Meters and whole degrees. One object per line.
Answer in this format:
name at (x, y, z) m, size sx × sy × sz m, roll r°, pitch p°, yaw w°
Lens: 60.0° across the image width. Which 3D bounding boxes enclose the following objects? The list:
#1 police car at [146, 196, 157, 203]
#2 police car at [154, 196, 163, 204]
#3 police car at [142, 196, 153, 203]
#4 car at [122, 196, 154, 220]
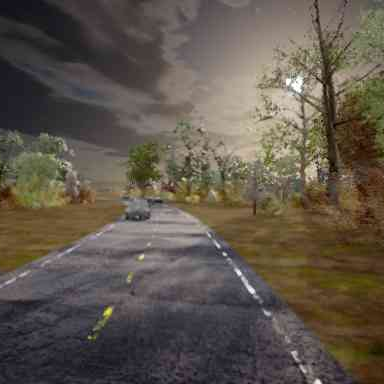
police car at (-9.683, 1.757, 78.557) m, size 1.930 × 1.638 × 5.238 m, roll 0°, pitch 0°, yaw -15°
police car at (-7.211, 1.714, 68.786) m, size 1.930 × 1.638 × 5.238 m, roll 0°, pitch 0°, yaw -13°
police car at (-11.321, 1.783, 84.378) m, size 1.930 × 1.638 × 5.238 m, roll 0°, pitch 0°, yaw -16°
car at (-4.694, 1.479, 29.401) m, size 2.097 × 1.767 × 4.553 m, roll 0°, pitch 0°, yaw -6°
